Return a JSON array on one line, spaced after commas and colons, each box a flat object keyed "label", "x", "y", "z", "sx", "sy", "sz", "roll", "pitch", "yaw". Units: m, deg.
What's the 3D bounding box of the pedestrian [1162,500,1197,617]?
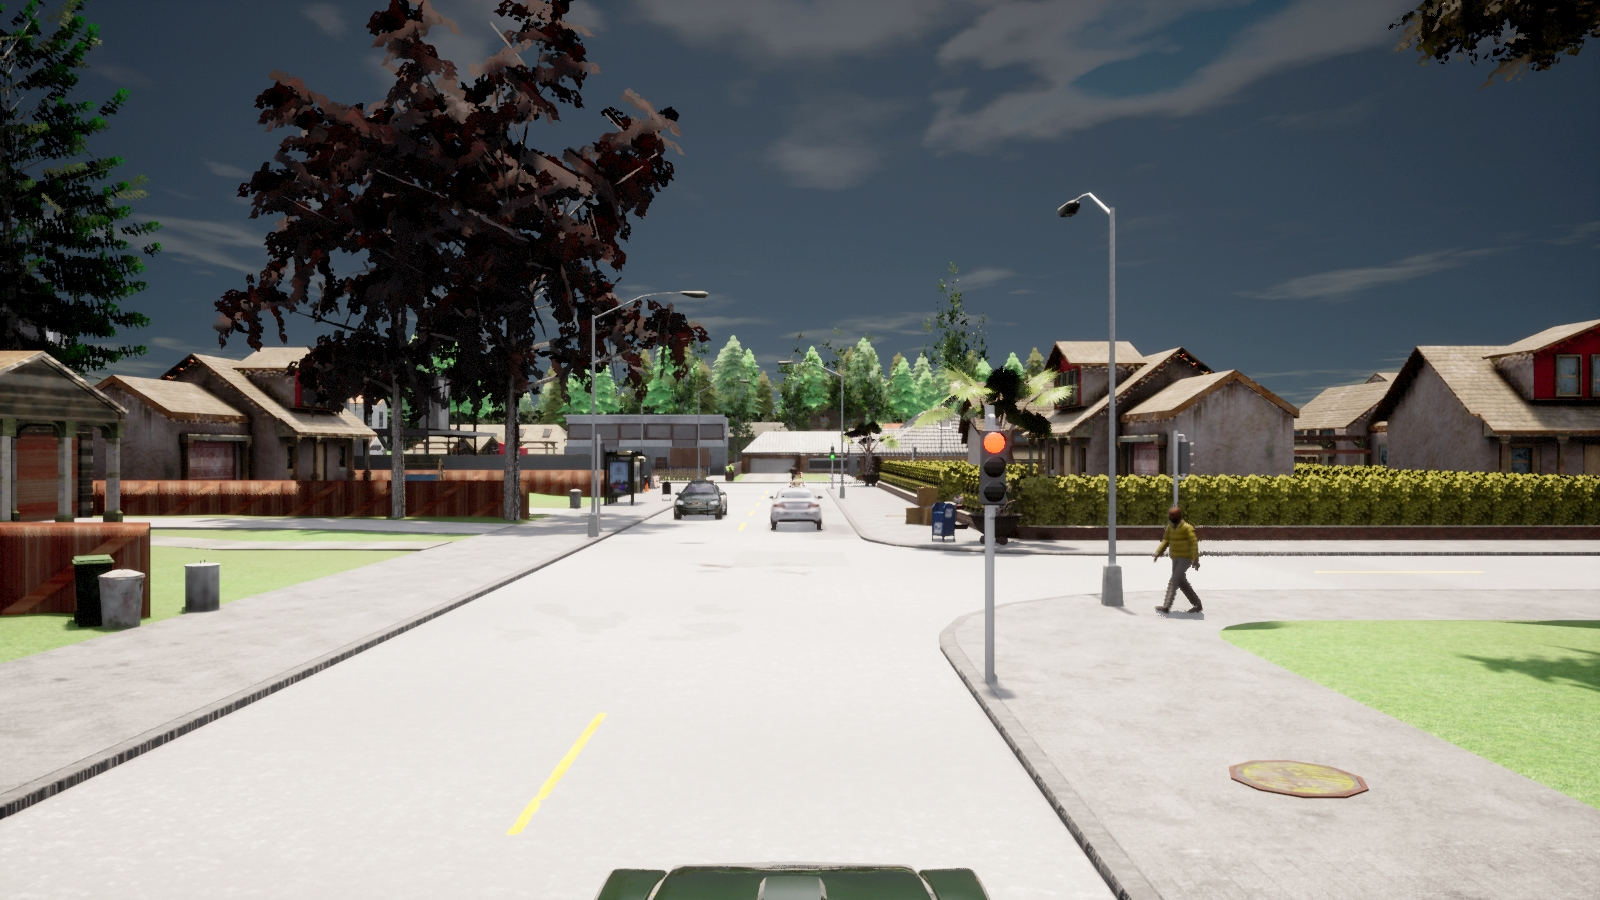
[{"label": "pedestrian", "x": 6.139, "y": 1.743, "z": 18.490, "sx": 0.375, "sy": 1.860, "sz": 0.375, "roll": 0, "pitch": 0, "yaw": -21}]

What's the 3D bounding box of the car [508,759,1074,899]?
[{"label": "car", "x": -0.028, "y": 2.155, "z": 3.193, "sx": 1.895, "sy": 1.301, "sz": 4.718, "roll": 0, "pitch": 0, "yaw": 0}]

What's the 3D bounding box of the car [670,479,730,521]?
[{"label": "car", "x": -4.107, "y": 2.038, "z": 47.608, "sx": 2.038, "sy": 1.542, "sz": 4.974, "roll": 0, "pitch": 0, "yaw": 0}]

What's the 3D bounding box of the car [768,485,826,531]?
[{"label": "car", "x": -0.141, "y": 2.081, "z": 41.801, "sx": 2.002, "sy": 1.442, "sz": 4.674, "roll": 0, "pitch": 0, "yaw": -1}]
